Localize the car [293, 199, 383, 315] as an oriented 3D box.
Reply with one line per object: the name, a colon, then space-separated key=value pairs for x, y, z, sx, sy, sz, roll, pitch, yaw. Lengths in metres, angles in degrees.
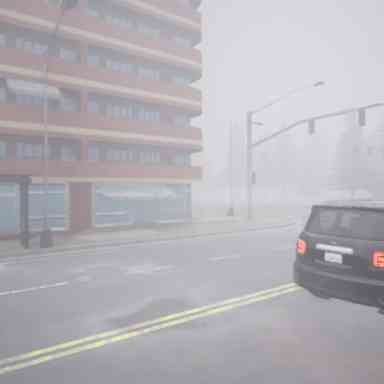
car: x=4.540 y=1.160 z=7.045 sx=5.566 sy=2.045 sz=2.150 roll=-1 pitch=0 yaw=-35
